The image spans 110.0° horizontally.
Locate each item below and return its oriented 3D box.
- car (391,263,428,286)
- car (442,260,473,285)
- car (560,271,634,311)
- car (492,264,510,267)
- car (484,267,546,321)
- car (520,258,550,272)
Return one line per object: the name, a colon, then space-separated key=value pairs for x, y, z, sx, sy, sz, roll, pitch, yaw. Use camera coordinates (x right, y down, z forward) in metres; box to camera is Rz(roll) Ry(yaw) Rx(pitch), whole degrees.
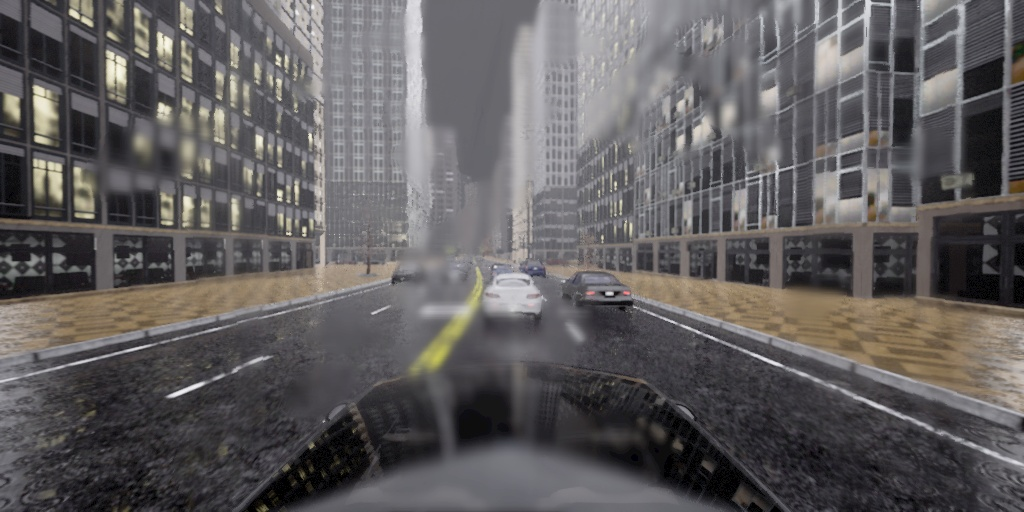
car: x=-7.286 y=1.258 z=25.928 sx=1.882 sy=1.535 sz=5.008 roll=0 pitch=0 yaw=-5
car: x=-4.109 y=1.276 z=26.852 sx=2.128 sy=1.511 sz=4.902 roll=0 pitch=0 yaw=-5
car: x=3.227 y=1.321 z=14.607 sx=2.033 sy=1.411 sz=5.357 roll=0 pitch=0 yaw=-1
car: x=-0.940 y=1.335 z=29.715 sx=2.033 sy=1.411 sz=5.357 roll=0 pitch=0 yaw=-5
car: x=0.016 y=1.292 z=12.432 sx=1.812 sy=1.442 sz=4.674 roll=0 pitch=0 yaw=-1
car: x=1.883 y=1.143 z=34.320 sx=2.097 sy=1.767 sz=4.553 roll=0 pitch=0 yaw=-5
